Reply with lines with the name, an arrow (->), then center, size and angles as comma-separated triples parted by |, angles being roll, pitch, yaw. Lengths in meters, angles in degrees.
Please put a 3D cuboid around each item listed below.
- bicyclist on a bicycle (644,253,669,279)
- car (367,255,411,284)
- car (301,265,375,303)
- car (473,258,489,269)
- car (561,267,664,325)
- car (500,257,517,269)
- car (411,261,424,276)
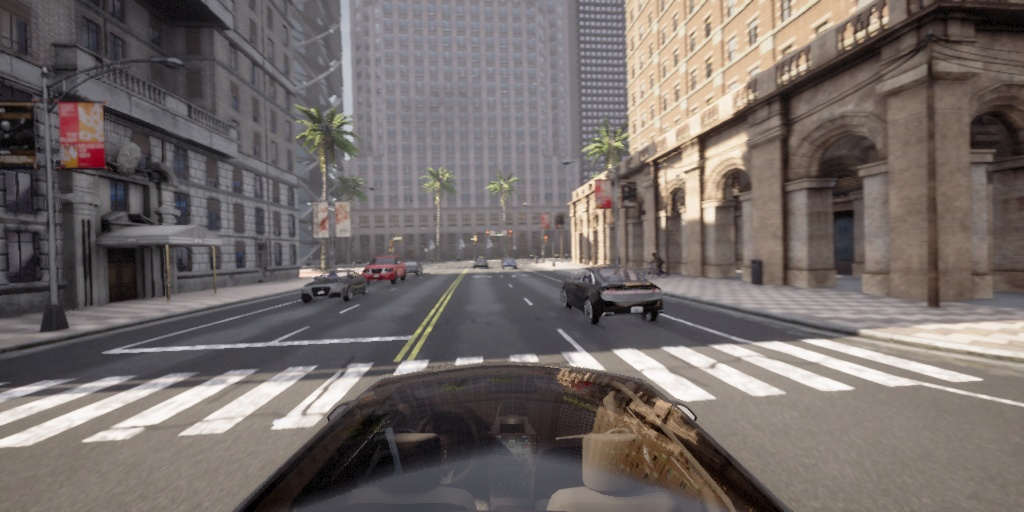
bicyclist on a bicycle -> 9.021, 0.602, 22.413 | 1.656, 1.620, 0.582 | -2, 1, -6
car -> -9.456, 0.988, 27.054 | 2.150, 2.045, 5.566 | -2, 1, -5
car -> -8.541, 1.396, 17.635 | 1.994, 1.385, 4.181 | -2, 1, -6
car -> -4.120, 0.984, 47.581 | 1.994, 1.385, 4.181 | -2, 0, -5
car -> 2.822, 1.073, 11.093 | 2.128, 1.511, 4.902 | -2, 1, -5
car -> -0.407, 0.891, 45.054 | 2.033, 1.411, 5.357 | -2, 1, -5
car -> -10.324, 1.222, 36.899 | 1.812, 1.442, 4.674 | -2, 1, -5
